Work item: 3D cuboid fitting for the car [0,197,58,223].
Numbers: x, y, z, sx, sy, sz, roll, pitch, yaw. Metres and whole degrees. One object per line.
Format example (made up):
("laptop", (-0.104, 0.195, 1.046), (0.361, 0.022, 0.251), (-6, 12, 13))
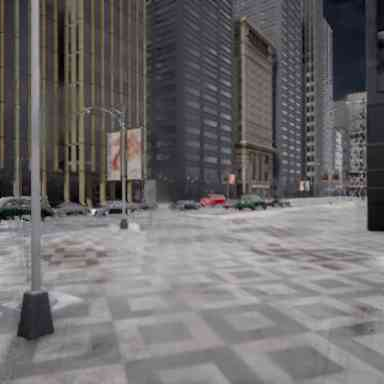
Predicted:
("car", (-13.574, 1.381, 25.299), (2.150, 2.045, 5.566), (0, 0, 36))

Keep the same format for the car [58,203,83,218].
("car", (-12.231, 1.744, 32.737), (1.994, 1.385, 4.181), (0, 0, 35))

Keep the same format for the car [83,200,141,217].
("car", (-7.880, 1.662, 33.221), (2.128, 1.511, 4.902), (0, 0, 36))

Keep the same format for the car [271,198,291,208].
("car", (14.113, 1.690, 52.530), (1.837, 1.490, 4.892), (0, 0, 36))

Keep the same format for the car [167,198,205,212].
("car", (-0.907, 1.735, 42.920), (2.033, 1.411, 5.357), (0, 0, 35))

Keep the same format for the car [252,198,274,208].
("car", (11.717, 1.763, 54.764), (1.994, 1.385, 4.181), (0, 0, 36))

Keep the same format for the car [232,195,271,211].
("car", (7.923, 1.391, 43.847), (2.150, 2.045, 5.566), (0, 0, 36))

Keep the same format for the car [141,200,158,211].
("car", (-6.110, 1.720, 41.243), (1.812, 1.442, 4.674), (0, 0, 36))

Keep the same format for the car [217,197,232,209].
("car", (6.219, 1.733, 47.017), (2.033, 1.411, 5.357), (0, 0, 36))

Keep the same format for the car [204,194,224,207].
("car", (3.465, 1.428, 54.420), (2.150, 2.045, 5.566), (0, 0, 36))
